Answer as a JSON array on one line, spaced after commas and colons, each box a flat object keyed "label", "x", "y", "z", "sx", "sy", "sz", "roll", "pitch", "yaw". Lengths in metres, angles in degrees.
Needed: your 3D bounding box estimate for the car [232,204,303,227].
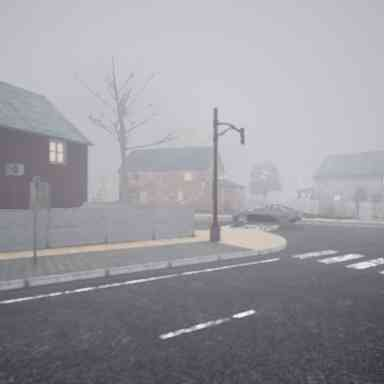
[{"label": "car", "x": 5.326, "y": 1.622, "z": 23.806, "sx": 4.902, "sy": 1.511, "sz": 2.128, "roll": 1, "pitch": 0, "yaw": 25}]
